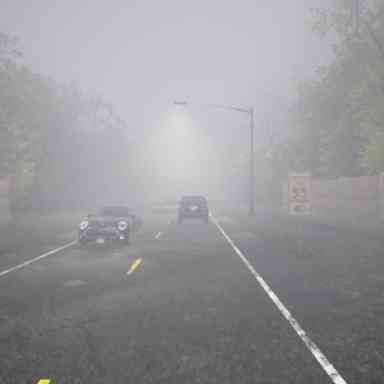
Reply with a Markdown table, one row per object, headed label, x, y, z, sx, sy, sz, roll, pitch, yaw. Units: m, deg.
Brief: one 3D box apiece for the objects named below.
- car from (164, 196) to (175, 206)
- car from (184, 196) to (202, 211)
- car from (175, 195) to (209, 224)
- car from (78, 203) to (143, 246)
| label | x | y | z | sx | sy | sz | roll | pitch | yaw |
| --- | --- | --- | --- | --- | --- | --- | --- | --- | --- |
| car | -3.553 | 1.494 | 55.637 | 1.837 | 1.490 | 4.892 | 0 | 0 | 1 |
| car | 0.093 | 1.355 | 41.388 | 2.097 | 1.767 | 4.553 | 0 | 0 | 0 |
| car | 0.092 | 1.238 | 24.848 | 2.150 | 2.045 | 5.566 | 0 | 0 | 0 |
| car | -3.588 | 1.352 | 15.340 | 2.097 | 1.767 | 4.553 | 1 | 0 | 0 |
